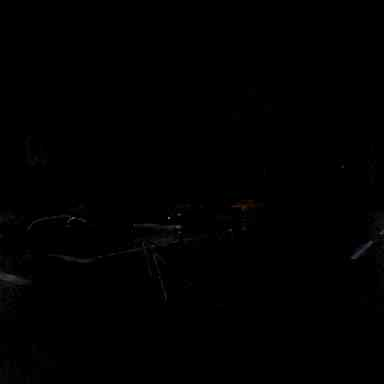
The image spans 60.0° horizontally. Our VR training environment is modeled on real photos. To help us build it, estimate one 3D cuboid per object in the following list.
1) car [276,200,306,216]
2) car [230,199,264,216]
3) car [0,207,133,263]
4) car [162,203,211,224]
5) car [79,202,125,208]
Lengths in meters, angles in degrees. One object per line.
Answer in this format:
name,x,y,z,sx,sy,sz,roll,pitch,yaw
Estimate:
car,10.006,1.515,33.428,2.128,1.511,4.902,0,0,35
car,5.637,1.504,33.614,1.882,1.535,5.008,0,0,35
car,-4.880,1.515,12.181,2.128,1.511,4.902,0,0,40
car,-0.277,1.552,25.163,1.812,1.442,4.674,0,0,35
car,-5.342,1.378,17.914,2.097,1.767,4.553,0,0,35
